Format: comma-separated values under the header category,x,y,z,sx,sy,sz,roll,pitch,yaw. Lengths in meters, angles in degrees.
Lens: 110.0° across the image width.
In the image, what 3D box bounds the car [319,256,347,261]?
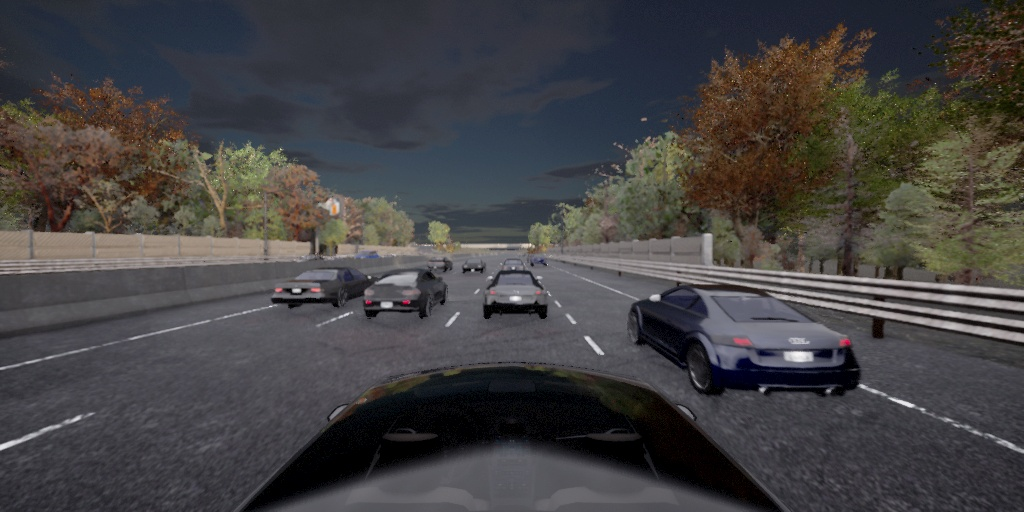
category,x,y,z,sx,sy,sz,roll,pitch,yaw
car,-24.555,0.676,50.347,1.895,1.301,4.718,0,1,0

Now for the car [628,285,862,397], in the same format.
category,x,y,z,sx,sy,sz,roll,pitch,yaw
car,3.594,1.198,6.474,1.994,1.385,4.181,0,1,1

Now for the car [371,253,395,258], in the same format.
category,x,y,z,sx,sy,sz,roll,pitch,yaw
car,-17.557,0.616,50.878,2.033,1.411,5.357,0,1,0

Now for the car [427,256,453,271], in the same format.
category,x,y,z,sx,sy,sz,roll,pitch,yaw
car,-6.889,0.780,34.684,2.128,1.511,4.902,0,1,0

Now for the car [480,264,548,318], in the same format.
category,x,y,z,sx,sy,sz,roll,pitch,yaw
car,0.100,1.163,12.291,1.994,1.385,4.181,0,1,0

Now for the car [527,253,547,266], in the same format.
category,x,y,z,sx,sy,sz,roll,pitch,yaw
car,3.508,0.395,49.065,2.097,1.767,4.553,0,1,0

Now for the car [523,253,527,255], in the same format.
category,x,y,z,sx,sy,sz,roll,pitch,yaw
car,3.512,0.360,63.120,2.128,1.511,4.902,0,1,0

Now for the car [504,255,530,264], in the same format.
category,x,y,z,sx,sy,sz,roll,pitch,yaw
car,0.103,0.914,29.007,2.033,1.411,5.357,0,1,0

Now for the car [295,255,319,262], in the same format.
category,x,y,z,sx,sy,sz,roll,pitch,yaw
car,-28.052,0.573,49.907,2.128,1.511,4.902,0,1,0

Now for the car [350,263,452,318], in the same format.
category,x,y,z,sx,sy,sz,roll,pitch,yaw
car,-3.397,1.128,12.029,1.812,1.442,4.674,0,1,0

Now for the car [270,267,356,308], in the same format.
category,x,y,z,sx,sy,sz,roll,pitch,yaw
car,-6.899,1.122,13.995,2.033,1.411,5.357,0,1,0

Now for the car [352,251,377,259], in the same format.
category,x,y,z,sx,sy,sz,roll,pitch,yaw
car,-21.050,0.278,51.688,2.150,2.045,5.566,0,1,0

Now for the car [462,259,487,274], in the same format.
category,x,y,z,sx,sy,sz,roll,pitch,yaw
car,-3.392,0.908,33.297,1.895,1.301,4.718,0,1,0
